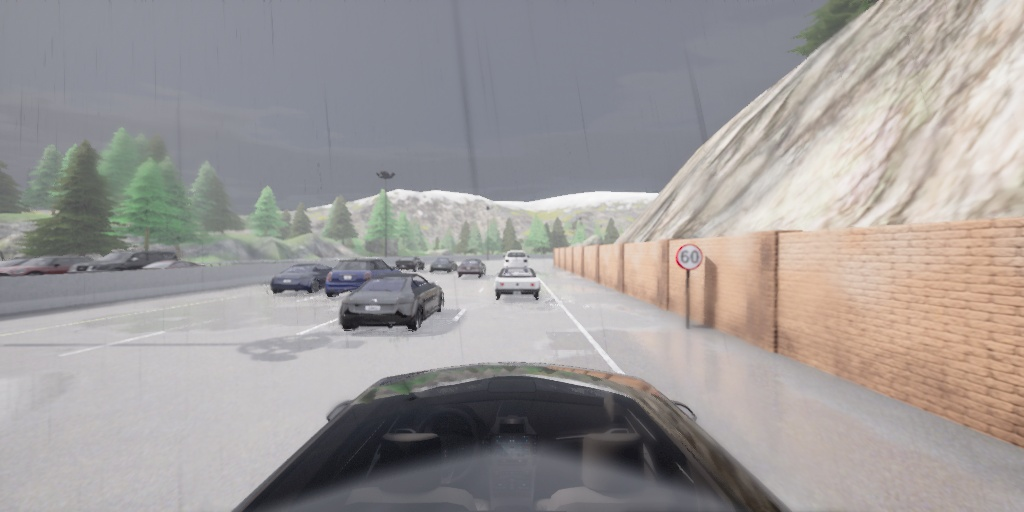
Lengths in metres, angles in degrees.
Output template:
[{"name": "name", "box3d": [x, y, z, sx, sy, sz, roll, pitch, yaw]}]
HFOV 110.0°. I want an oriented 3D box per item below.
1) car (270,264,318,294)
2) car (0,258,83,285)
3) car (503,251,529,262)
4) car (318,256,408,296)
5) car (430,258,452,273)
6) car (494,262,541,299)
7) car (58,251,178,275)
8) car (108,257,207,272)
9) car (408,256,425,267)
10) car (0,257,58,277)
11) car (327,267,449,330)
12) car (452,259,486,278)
[{"name": "car", "box3d": [-10.246, 1.086, 18.379, 1.994, 1.385, 4.181, 0, 1, 1]}, {"name": "car", "box3d": [-31.402, 0.928, 22.929, 1.882, 1.535, 5.008, 0, 1, 1]}, {"name": "car", "box3d": [0.395, 0.548, 33.310, 2.150, 2.045, 5.566, 0, 1, 1]}, {"name": "car", "box3d": [-6.760, 0.895, 16.925, 2.097, 1.767, 4.553, 0, 1, 1]}, {"name": "car", "box3d": [-6.592, 0.867, 34.824, 1.994, 1.385, 4.181, 0, 1, 1]}, {"name": "car", "box3d": [0.236, 1.152, 16.559, 1.895, 1.301, 4.718, 0, 1, 1]}, {"name": "car", "box3d": [-24.404, 0.674, 23.018, 2.150, 2.045, 5.566, 0, 1, 1]}, {"name": "car", "box3d": [-20.914, 0.996, 21.820, 1.812, 1.442, 4.674, 0, 1, 1]}, {"name": "car", "box3d": [-10.081, 0.766, 35.774, 1.882, 1.535, 5.008, 0, 1, 1]}, {"name": "car", "box3d": [-27.915, 0.821, 21.671, 2.097, 1.767, 4.553, 0, 1, 1]}, {"name": "car", "box3d": [-3.320, 1.193, 10.605, 1.994, 1.385, 4.181, 0, 1, 1]}, {"name": "car", "box3d": [-3.149, 0.934, 28.704, 2.033, 1.411, 5.357, 0, 1, 1]}]
